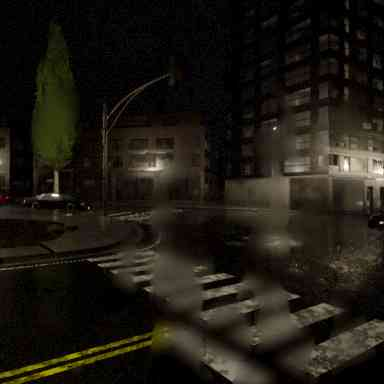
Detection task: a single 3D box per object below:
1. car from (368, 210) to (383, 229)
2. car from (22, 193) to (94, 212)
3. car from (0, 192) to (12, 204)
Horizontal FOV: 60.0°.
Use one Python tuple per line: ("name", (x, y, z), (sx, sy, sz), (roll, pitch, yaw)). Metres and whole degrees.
("car", (12.777, 1.633, 20.717), (4.181, 1.385, 1.994), (0, 0, -35))
("car", (-10.581, 0.786, 26.271), (5.357, 1.411, 2.033), (1, 0, 11))
("car", (-21.331, 0.542, 35.258), (4.181, 1.385, 1.994), (1, 0, 11))
